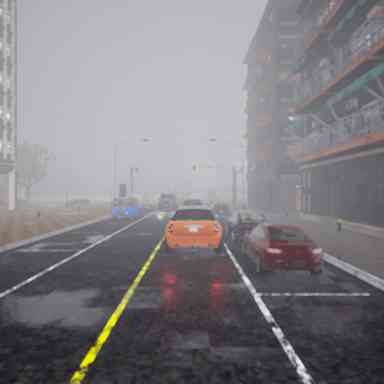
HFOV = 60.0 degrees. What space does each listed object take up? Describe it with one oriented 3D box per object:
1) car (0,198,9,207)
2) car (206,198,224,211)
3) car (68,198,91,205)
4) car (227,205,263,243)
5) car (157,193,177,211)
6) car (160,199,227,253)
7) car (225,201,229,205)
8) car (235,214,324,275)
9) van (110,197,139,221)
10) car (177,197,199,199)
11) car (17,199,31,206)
[{"bbox_3d":[-31.439,1.584,52.696,5.009,1.841,2.192,-1,1,0],"label":"car"},{"bbox_3d":[2.700,1.485,40.091,1.887,1.381,4.507,0,0,0],"label":"car"},{"bbox_3d":[-20.583,1.733,60.899,4.206,1.307,1.802,-1,1,0],"label":"car"},{"bbox_3d":[2.569,1.528,15.583,2.008,1.369,4.403,0,0,0],"label":"car"},{"bbox_3d":[-2.808,1.166,39.546,2.150,2.045,5.566,0,0,1],"label":"car"},{"bbox_3d":[0.068,1.332,13.651,2.097,1.767,4.553,0,0,0],"label":"car"},{"bbox_3d":[2.667,1.503,32.161,2.008,1.369,4.403,0,0,0],"label":"car"},{"bbox_3d":[2.568,1.567,10.057,1.802,1.307,4.206,0,0,0],"label":"car"},{"bbox_3d":[-5.341,1.302,26.688,1.690,1.788,3.998,0,0,0],"label":"van"},{"bbox_3d":[0.070,1.310,28.606,2.097,1.767,4.553,0,0,0],"label":"car"},{"bbox_3d":[-31.666,1.867,60.765,4.206,1.307,1.802,-1,1,0],"label":"car"}]
